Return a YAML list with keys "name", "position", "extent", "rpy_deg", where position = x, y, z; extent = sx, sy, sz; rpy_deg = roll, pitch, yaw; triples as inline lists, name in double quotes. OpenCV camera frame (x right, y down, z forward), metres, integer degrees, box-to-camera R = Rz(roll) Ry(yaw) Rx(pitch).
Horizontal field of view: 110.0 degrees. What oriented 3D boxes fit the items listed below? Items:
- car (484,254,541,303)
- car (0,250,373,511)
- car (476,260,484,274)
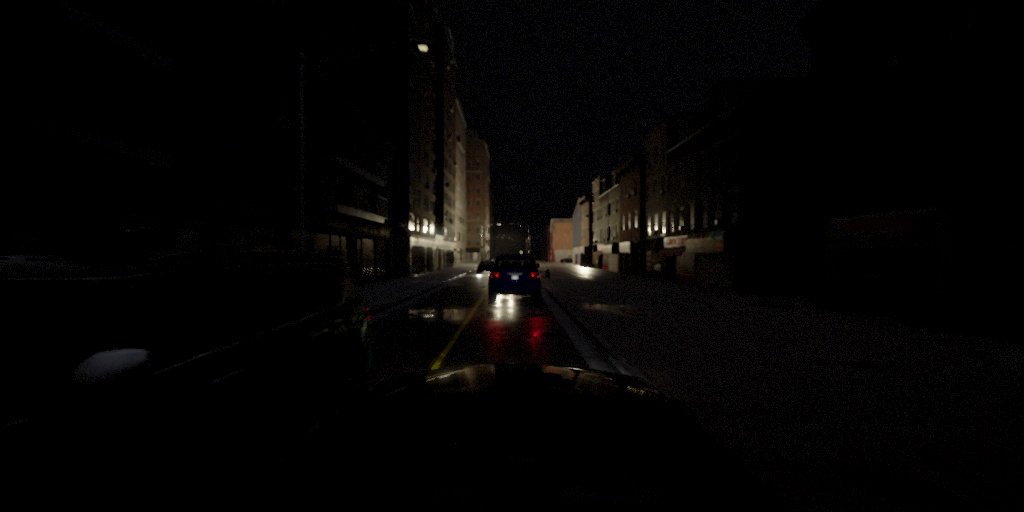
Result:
- name: "car"
  position: [0.116, 0.911, 16.519]
  extent: [2.150, 2.045, 5.566]
  rpy_deg: [0, 0, 0]
- name: "car"
  position: [-2.850, 0.967, 2.392]
  extent: [2.150, 2.045, 5.566]
  rpy_deg: [0, 0, 0]
- name: "car"
  position: [-2.724, 1.144, 39.015]
  extent: [2.033, 1.411, 5.357]
  rpy_deg: [0, 0, 0]
